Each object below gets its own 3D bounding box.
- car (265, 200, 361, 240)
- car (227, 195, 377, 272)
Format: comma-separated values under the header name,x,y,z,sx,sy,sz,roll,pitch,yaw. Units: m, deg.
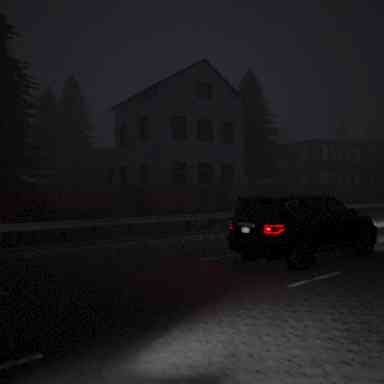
name,x,y,z,sx,sy,sz,roll,pitch,yaw
car,6.158,1.277,16.733,4.902,1.511,2.128,-1,1,-35
car,3.643,1.089,10.643,5.566,2.045,2.150,-1,1,-35
